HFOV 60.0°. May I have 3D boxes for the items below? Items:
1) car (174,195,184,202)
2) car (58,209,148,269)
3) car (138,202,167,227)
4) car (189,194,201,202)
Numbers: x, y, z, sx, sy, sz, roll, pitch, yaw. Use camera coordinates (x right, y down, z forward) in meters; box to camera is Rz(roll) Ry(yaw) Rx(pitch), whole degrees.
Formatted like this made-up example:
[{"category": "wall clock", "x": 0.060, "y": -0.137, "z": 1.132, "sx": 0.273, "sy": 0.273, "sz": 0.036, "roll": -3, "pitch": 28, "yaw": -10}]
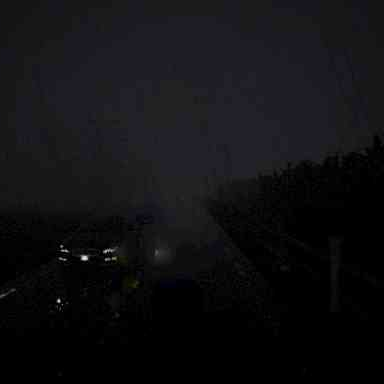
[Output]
[{"category": "car", "x": -2.740, "y": 1.372, "z": 73.060, "sx": 2.097, "sy": 1.767, "sz": 4.553, "roll": 0, "pitch": 0, "yaw": 0}, {"category": "car", "x": -2.848, "y": 1.526, "z": 11.253, "sx": 1.837, "sy": 1.490, "sz": 4.892, "roll": 0, "pitch": 0, "yaw": 0}, {"category": "car", "x": -2.829, "y": 1.509, "z": 23.000, "sx": 1.882, "sy": 1.535, "sz": 5.008, "roll": 0, "pitch": 0, "yaw": 0}, {"category": "car", "x": 0.912, "y": 1.370, "z": 73.709, "sx": 2.097, "sy": 1.767, "sz": 4.553, "roll": 0, "pitch": 0, "yaw": 1}]
